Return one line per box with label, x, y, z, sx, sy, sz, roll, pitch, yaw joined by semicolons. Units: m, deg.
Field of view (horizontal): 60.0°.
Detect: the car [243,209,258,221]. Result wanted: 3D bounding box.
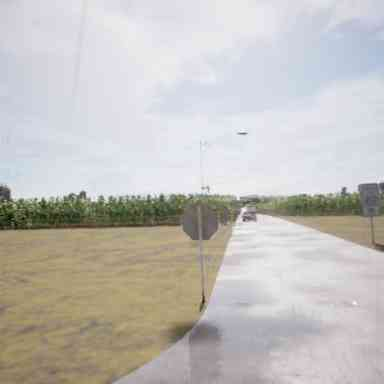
car;8.148;3.438;47.213;1.895;1.301;4.718;-3;-3;8
